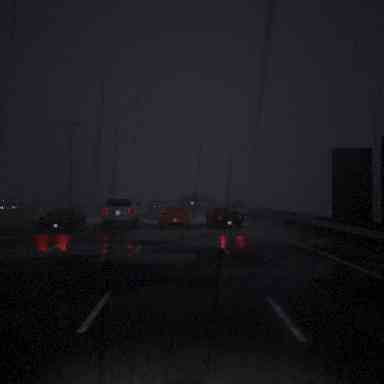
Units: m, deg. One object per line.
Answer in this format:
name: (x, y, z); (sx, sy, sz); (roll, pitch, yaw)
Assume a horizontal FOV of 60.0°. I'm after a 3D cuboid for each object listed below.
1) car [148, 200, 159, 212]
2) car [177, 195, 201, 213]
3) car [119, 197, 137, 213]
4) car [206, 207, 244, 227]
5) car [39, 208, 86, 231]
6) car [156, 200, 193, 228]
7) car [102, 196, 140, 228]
car: (-4.285, 1.716, 41.037); (2.033, 1.411, 5.357); (0, 0, -12)
car: (-0.491, 1.389, 39.835); (2.150, 2.045, 5.566); (0, 0, -12)
car: (-7.878, 1.516, 40.894); (2.097, 1.767, 4.553); (0, 0, -12)
car: (2.168, 1.701, 23.431); (1.895, 1.301, 4.718); (0, 0, -7)
car: (-8.194, 1.686, 21.599); (1.895, 1.301, 4.718); (0, 0, -6)
car: (-1.323, 1.573, 22.999); (1.882, 1.535, 5.008); (0, 0, -7)
car: (-4.846, 1.317, 23.114); (2.150, 2.045, 5.566); (0, 0, -7)
